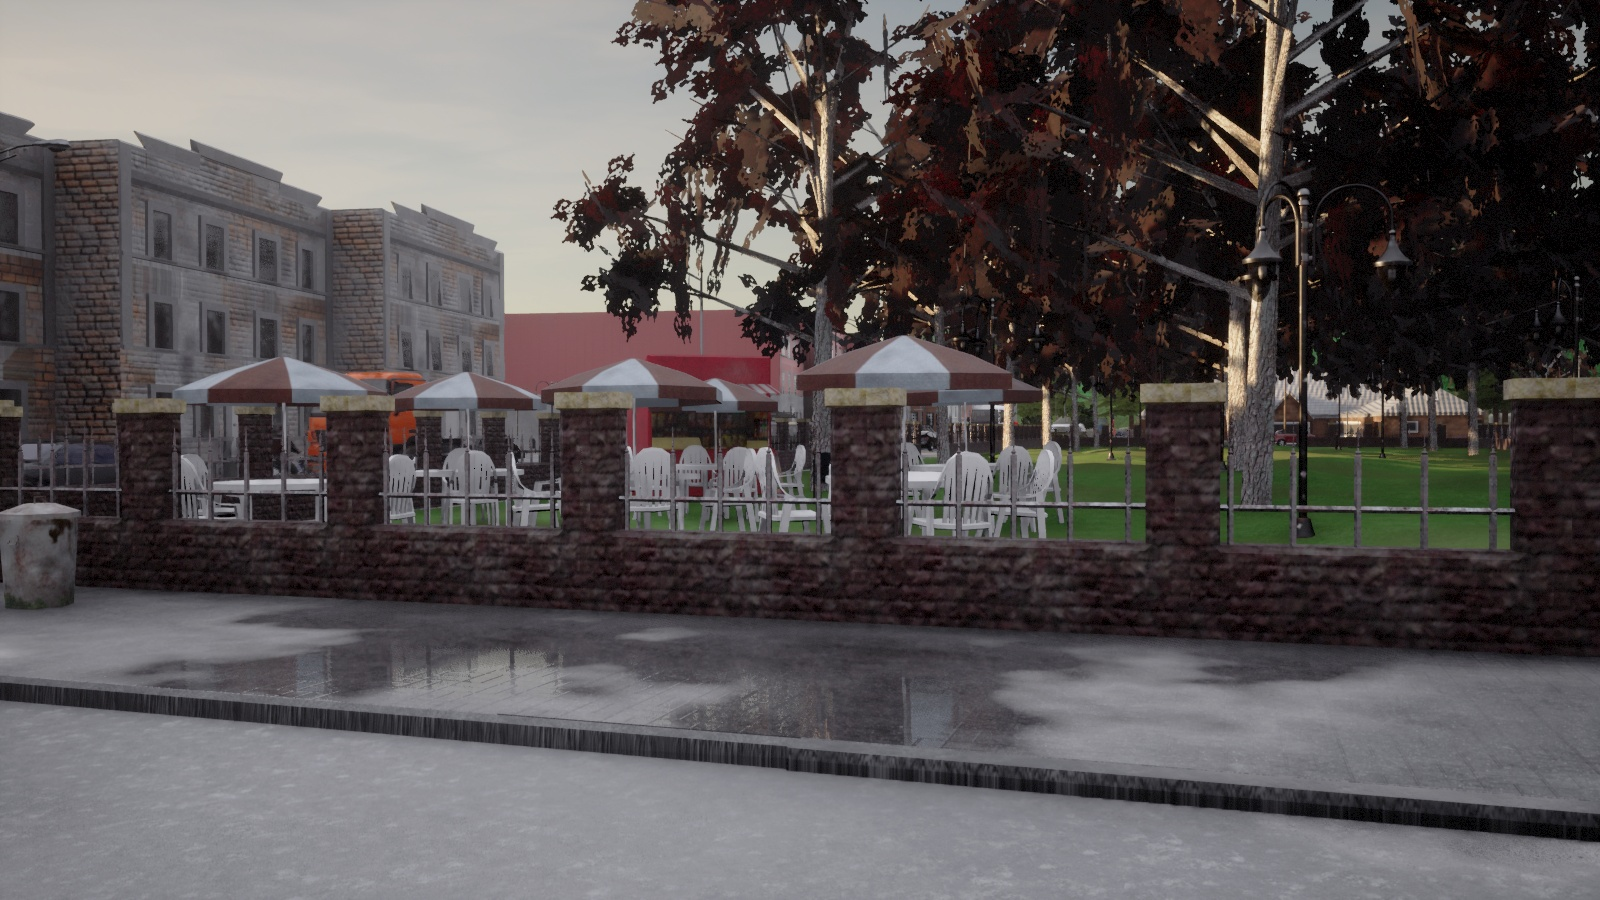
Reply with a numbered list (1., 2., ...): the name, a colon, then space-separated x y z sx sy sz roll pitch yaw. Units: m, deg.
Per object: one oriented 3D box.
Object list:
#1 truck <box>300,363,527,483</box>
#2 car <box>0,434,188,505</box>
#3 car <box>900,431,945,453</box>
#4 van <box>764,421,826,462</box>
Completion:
1. truck: -12.117 -0.847 40.372 2.891 3.462 7.936 1 1 19
2. car: -16.391 0.370 27.668 2.033 1.411 5.357 1 1 19
3. car: 8.858 -0.584 90.158 2.163 1.488 4.792 1 1 19
4. van: -0.190 -0.435 63.326 1.775 1.987 4.442 1 1 19
